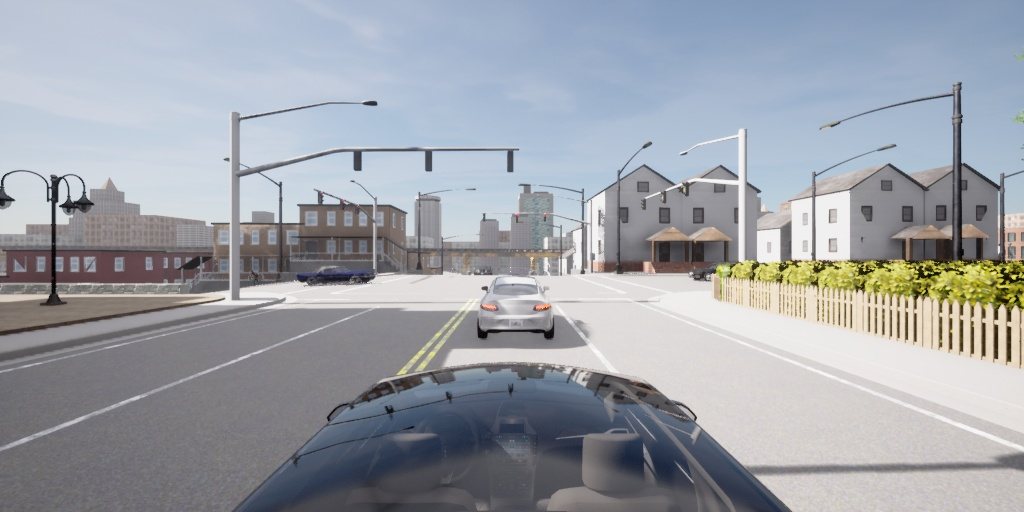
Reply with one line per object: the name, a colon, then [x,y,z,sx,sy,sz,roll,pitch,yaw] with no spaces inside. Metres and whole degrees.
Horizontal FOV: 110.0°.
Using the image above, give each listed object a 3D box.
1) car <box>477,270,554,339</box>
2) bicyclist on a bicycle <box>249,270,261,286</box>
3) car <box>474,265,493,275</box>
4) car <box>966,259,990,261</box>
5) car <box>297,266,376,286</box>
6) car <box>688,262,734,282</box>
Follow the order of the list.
car: [0.099,1.275,9.988,1.812,1.442,4.674,0,0,0]
bicyclist on a bicycle: [-25.575,2.210,35.561,0.582,1.620,1.656,-8,0,0]
car: [-3.528,2.157,45.228,2.150,2.045,5.566,0,-9,0]
car: [36.922,1.099,29.022,4.553,1.767,2.097,0,0,-1]
car: [-11.990,1.338,24.767,4.718,1.301,1.895,-2,0,-1]
car: [16.789,1.251,28.802,4.892,1.490,1.837,0,0,-1]
